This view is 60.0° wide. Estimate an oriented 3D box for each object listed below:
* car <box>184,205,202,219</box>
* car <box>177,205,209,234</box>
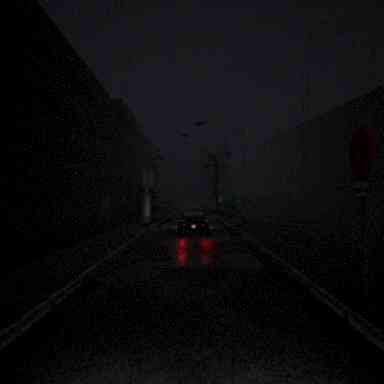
[{"bbox_3d":[0.095,2.188,37.380,1.882,1.535,5.008,0,-2,0],"label":"car"},{"bbox_3d":[0.082,1.748,20.568,1.812,1.442,4.674,0,-1,0],"label":"car"}]
